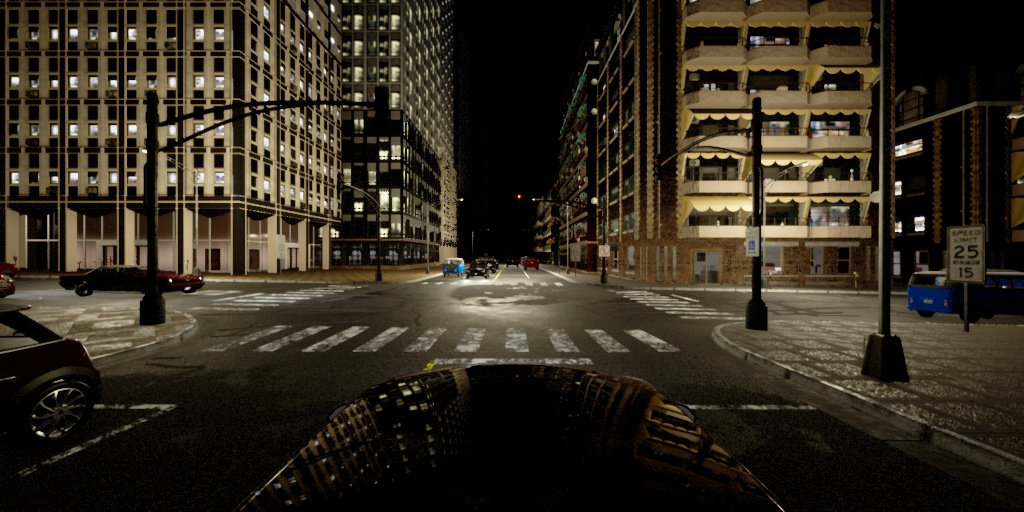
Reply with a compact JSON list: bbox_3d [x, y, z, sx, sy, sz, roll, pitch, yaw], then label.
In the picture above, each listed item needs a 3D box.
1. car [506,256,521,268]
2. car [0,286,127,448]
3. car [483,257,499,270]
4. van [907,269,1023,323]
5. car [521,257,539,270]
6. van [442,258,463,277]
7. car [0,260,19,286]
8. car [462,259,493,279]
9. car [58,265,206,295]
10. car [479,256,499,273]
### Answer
[{"bbox_3d":[0.089,0.985,63.880,2.150,2.045,5.566,0,0,0],"label":"car"},{"bbox_3d":[-5.689,1.190,2.305,1.967,1.591,4.097,0,0,0],"label":"car"},{"bbox_3d":[-3.021,1.110,53.175,2.097,1.767,4.553,0,0,0],"label":"car"},{"bbox_3d":[16.928,1.451,12.990,3.998,1.789,1.690,0,0,0],"label":"van"},{"bbox_3d":[2.759,1.072,51.421,2.192,1.841,5.009,0,0,0],"label":"car"},{"bbox_3d":[-5.644,1.092,34.779,1.690,1.789,3.998,0,0,0],"label":"van"},{"bbox_3d":[-21.131,0.816,13.094,4.097,1.591,1.967,0,0,0],"label":"car"},{"bbox_3d":[-3.052,1.256,32.737,1.837,1.490,4.892,0,0,0],"label":"car"},{"bbox_3d":[-16.392,1.064,15.686,4.718,1.301,1.895,1,0,0],"label":"car"},{"bbox_3d":[-3.036,0.976,42.859,2.150,2.045,5.566,0,0,1],"label":"car"}]
